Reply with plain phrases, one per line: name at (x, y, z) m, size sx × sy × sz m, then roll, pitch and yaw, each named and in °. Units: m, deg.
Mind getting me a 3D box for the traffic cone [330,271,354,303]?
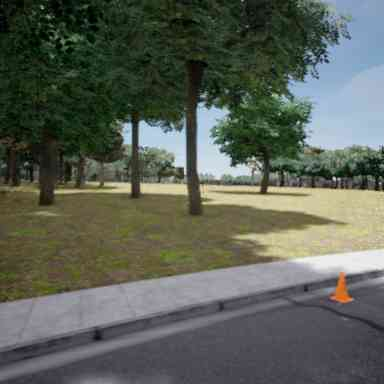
traffic cone at (3.136, 1.947, 6.949) m, size 0.340 × 0.580 × 0.340 m, roll 0°, pitch 0°, yaw -30°
